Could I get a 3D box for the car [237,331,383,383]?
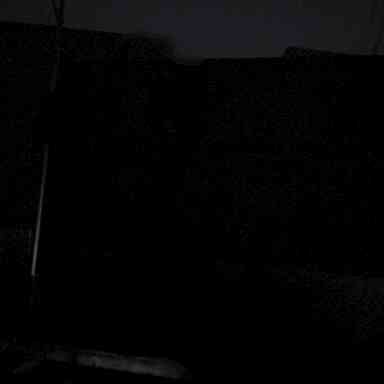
[{"bbox_3d":[2.779,1.903,2.706,4.892,1.490,1.837,3,-4,5],"label":"car"}]
